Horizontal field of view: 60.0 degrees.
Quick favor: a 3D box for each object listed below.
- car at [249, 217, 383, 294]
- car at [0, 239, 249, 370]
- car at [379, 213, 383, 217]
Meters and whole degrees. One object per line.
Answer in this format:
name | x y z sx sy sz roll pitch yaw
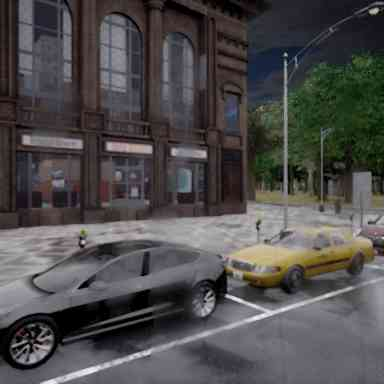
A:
car | 2.976 1.518 8.779 4.829 1.417 1.752 0 0 -36
car | -1.310 1.563 5.716 4.313 1.339 1.947 0 0 -36
car | 7.538 1.427 12.040 4.097 1.590 1.967 0 0 -36
